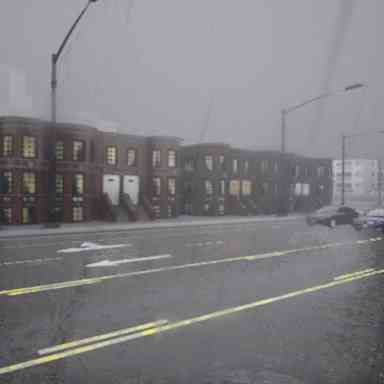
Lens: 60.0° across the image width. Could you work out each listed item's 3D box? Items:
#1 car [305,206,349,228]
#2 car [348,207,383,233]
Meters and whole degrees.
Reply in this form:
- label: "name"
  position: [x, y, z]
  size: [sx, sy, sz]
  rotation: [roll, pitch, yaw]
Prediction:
- label: "car"
  position: [10.228, 1.766, 24.061]
  size: [4.892, 1.490, 1.837]
  rotation: [1, -1, -35]
- label: "car"
  position: [12.230, 1.773, 21.191]
  size: [4.674, 1.442, 1.812]
  rotation: [1, -1, -35]
